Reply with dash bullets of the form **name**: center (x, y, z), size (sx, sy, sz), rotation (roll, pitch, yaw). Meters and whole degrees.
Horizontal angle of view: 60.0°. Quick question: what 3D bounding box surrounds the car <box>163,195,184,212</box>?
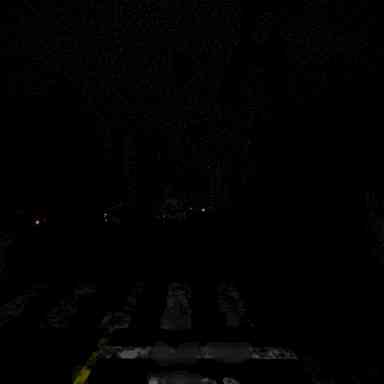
- **car**: center (-2.231, 1.461, 38.065), size (1.882, 1.535, 5.008), rotation (0, 0, 1)

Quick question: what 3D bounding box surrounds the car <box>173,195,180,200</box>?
- **car**: center (-4.504, 1.493, 94.672), size (1.752, 1.417, 4.829), rotation (1, 0, 0)

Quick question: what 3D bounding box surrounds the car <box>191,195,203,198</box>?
- **car**: center (0.909, 1.318, 62.920), size (2.097, 1.767, 4.553), rotation (0, 0, 0)

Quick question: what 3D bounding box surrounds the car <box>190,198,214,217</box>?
- **car**: center (0.863, 1.552, 31.322), size (1.994, 1.385, 4.181), rotation (0, 0, -4)

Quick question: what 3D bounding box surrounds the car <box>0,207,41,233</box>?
- **car**: center (-11.436, 1.625, 19.707), size (4.674, 1.442, 1.812), rotation (0, -1, 0)

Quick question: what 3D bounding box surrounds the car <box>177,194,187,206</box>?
- **car**: center (-2.101, 1.521, 51.986), size (2.033, 1.411, 5.357), rotation (0, 0, 1)

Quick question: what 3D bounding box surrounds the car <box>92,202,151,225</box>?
- **car**: center (-5.183, 1.547, 24.882), size (1.882, 1.535, 5.008), rotation (-3, -2, 33)
